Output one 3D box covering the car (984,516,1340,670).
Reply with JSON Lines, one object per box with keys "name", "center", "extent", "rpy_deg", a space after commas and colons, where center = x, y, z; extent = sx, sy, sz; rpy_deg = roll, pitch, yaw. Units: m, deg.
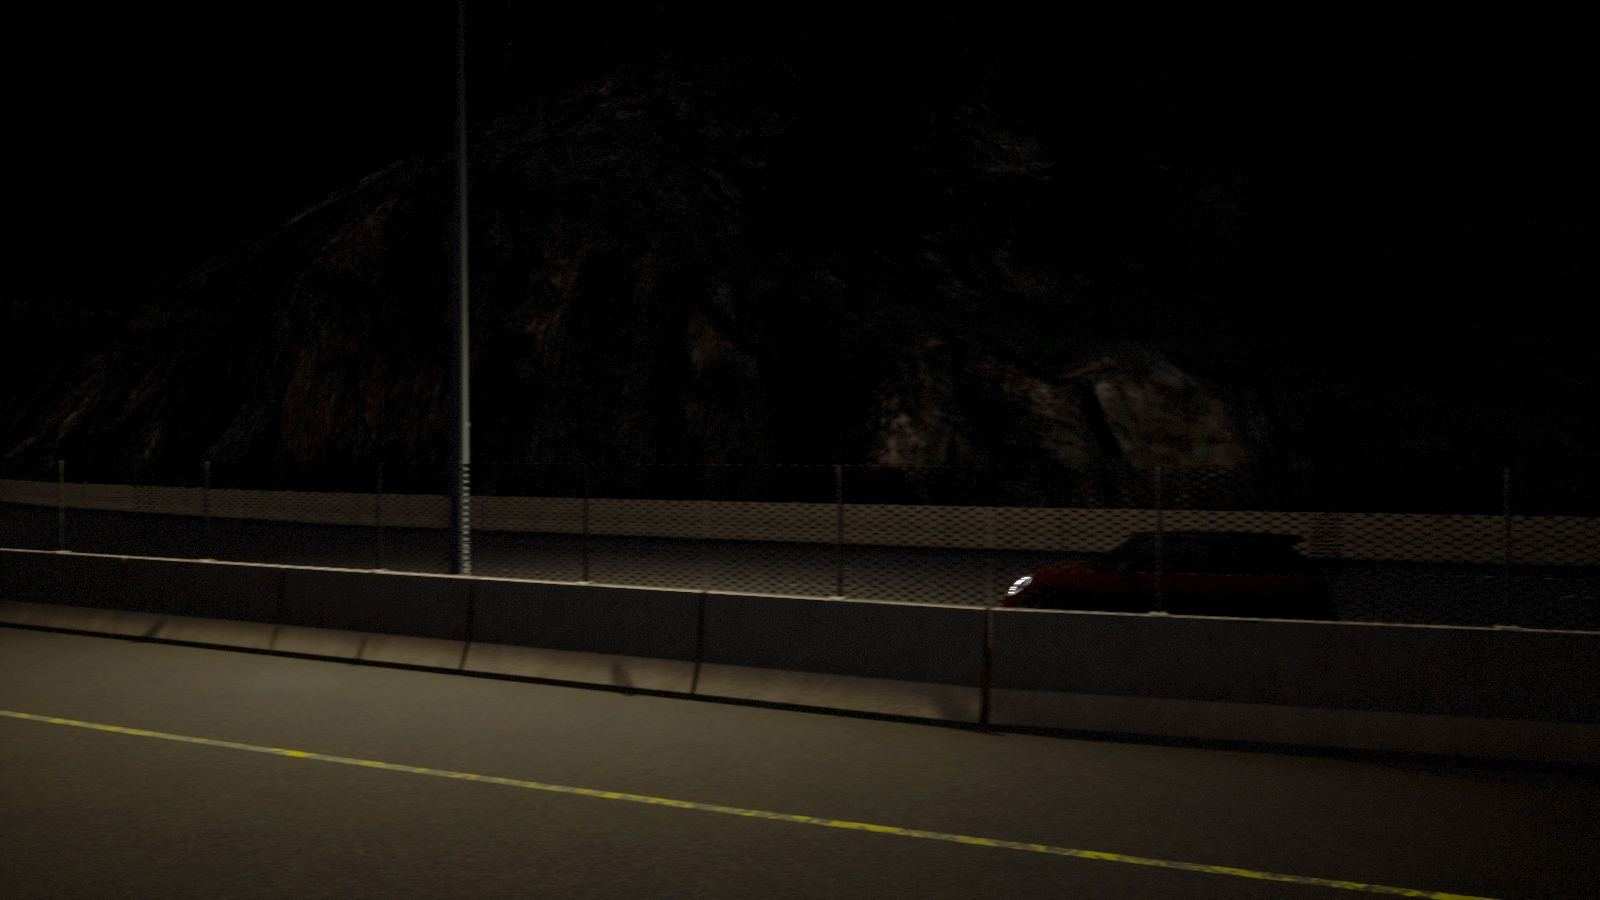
{"name": "car", "center": [5.101, 1.920, 16.307], "extent": [4.553, 1.767, 2.097], "rpy_deg": [0, 0, 20]}
